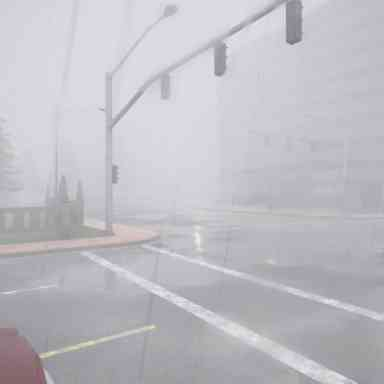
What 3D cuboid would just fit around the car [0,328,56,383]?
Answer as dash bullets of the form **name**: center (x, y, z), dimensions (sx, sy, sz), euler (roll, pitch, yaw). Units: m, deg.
- **car**: center (-3.118, 1.601, 1.554), dimensions (4.718, 1.301, 1.895), euler (0, 0, -35)
